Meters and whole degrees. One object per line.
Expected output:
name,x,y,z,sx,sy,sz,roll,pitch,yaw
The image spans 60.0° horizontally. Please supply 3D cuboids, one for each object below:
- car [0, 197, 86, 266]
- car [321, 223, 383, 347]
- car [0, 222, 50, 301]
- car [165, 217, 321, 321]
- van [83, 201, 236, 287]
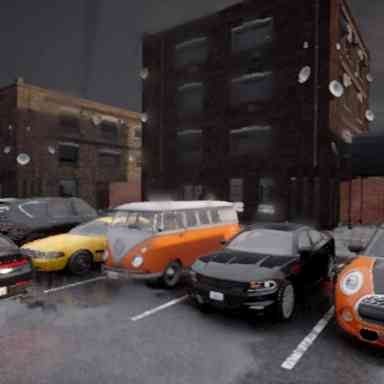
car,-4.861,1.220,12.456,2.435,2.045,5.566,0,0,35
car,4.120,1.354,6.054,2.185,1.767,4.553,0,0,36
car,-5.351,1.498,7.194,4.892,1.490,1.837,0,0,36
car,1.860,1.477,7.634,2.097,1.535,5.008,0,0,35
van,-0.456,1.249,9.136,1.878,1.987,4.442,0,0,36
